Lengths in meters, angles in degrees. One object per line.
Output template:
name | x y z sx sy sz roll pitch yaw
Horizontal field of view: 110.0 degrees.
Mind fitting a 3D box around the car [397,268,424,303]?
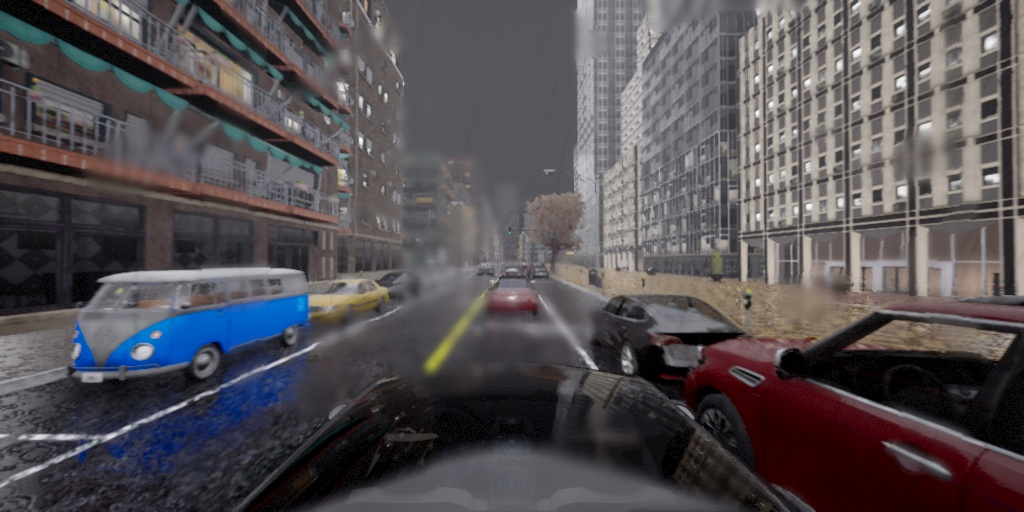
car | -5.684 1.487 18.003 1.948 1.339 4.313 0 0 0

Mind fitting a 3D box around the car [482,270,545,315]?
car | 0.053 1.447 14.335 1.994 1.385 4.181 0 0 1

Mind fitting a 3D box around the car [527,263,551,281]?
car | 2.703 1.668 34.567 1.948 1.339 4.313 0 0 0

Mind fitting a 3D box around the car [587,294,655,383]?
car | 2.693 1.370 6.955 1.948 1.339 4.313 0 0 0

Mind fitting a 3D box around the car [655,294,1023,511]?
car | 2.691 1.062 1.433 2.192 1.841 5.009 0 0 0

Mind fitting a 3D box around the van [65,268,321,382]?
van | -5.688 1.145 6.958 1.690 1.789 3.998 0 0 0

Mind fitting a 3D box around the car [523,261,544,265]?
car | 2.705 1.478 40.090 2.192 1.841 5.009 0 0 0

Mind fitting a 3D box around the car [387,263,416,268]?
car | -16.417 1.649 53.070 4.403 1.370 2.007 0 0 -1

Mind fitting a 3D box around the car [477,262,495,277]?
car | -3.008 1.746 43.204 2.033 1.411 5.357 0 -1 1

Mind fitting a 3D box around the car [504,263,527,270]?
car | 0.063 1.577 29.985 1.812 1.442 4.674 0 0 0

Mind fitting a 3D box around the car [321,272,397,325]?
car | -5.686 1.388 12.311 1.751 1.417 4.829 0 0 0
